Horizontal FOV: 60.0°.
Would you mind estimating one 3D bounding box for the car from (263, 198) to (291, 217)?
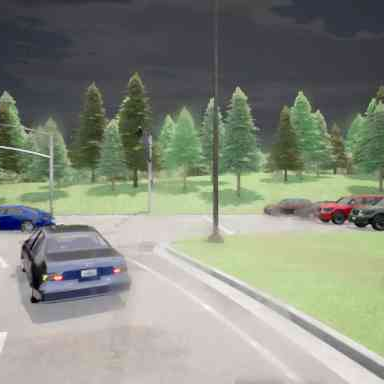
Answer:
[{"bbox_3d":[8.864,1.354,30.505,4.553,1.767,2.097,0,0,-5],"label":"car"}]

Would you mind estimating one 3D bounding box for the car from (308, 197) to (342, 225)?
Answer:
[{"bbox_3d":[11.639,1.222,23.705,5.566,2.045,2.150,0,0,-5],"label":"car"}]

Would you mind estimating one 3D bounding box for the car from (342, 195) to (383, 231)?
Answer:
[{"bbox_3d":[12.524,1.222,20.260,5.566,2.045,2.150,0,0,-4],"label":"car"}]

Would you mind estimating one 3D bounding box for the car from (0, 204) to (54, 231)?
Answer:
[{"bbox_3d":[-10.242,1.478,18.452,5.008,1.535,1.882,0,0,-5],"label":"car"}]

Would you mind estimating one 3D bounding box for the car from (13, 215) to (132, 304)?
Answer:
[{"bbox_3d":[-3.163,1.548,8.339,2.033,1.411,5.357,0,0,-30],"label":"car"}]

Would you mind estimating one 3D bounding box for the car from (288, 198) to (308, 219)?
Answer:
[{"bbox_3d":[10.798,1.505,27.148,4.892,1.490,1.837,0,0,-5],"label":"car"}]

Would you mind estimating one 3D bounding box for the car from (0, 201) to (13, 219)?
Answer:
[{"bbox_3d":[-18.148,1.527,28.355,4.674,1.442,1.812,0,0,-5],"label":"car"}]
